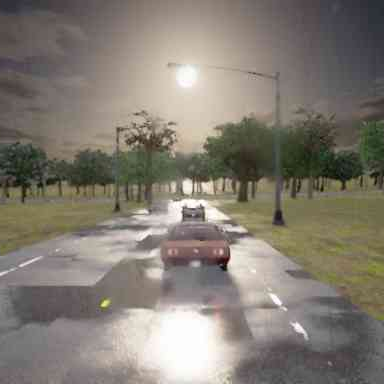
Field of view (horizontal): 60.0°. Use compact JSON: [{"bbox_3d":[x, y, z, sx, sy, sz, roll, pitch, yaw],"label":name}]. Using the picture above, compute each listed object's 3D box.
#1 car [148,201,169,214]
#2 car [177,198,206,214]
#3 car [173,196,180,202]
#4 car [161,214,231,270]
[{"bbox_3d":[-3.565,1.642,36.171,1.994,1.385,4.181,0,0,0],"label":"car"},{"bbox_3d":[0.113,1.546,27.555,2.128,1.511,4.902,0,0,0],"label":"car"},{"bbox_3d":[-3.446,1.634,76.683,2.033,1.411,5.357,0,0,0],"label":"car"},{"bbox_3d":[0.101,1.615,10.995,1.895,1.301,4.718,0,0,0],"label":"car"}]
